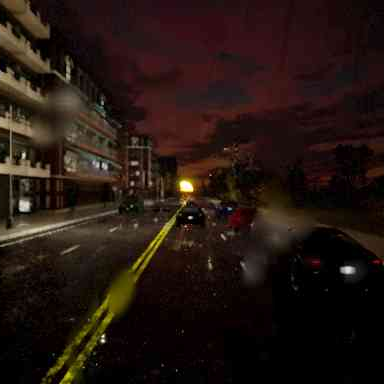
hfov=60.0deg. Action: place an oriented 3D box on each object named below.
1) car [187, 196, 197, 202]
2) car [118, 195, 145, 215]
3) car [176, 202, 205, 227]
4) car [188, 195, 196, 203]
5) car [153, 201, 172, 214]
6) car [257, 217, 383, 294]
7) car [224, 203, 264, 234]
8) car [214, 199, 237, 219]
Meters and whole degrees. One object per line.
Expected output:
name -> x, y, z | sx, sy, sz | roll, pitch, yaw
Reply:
car -> -0.002, 1.862, 57.303 | 1.895, 1.301, 4.718 | 0, 0, 0
car -> -6.603, 1.387, 36.954 | 2.150, 2.045, 5.566 | 0, 0, 0
car -> -0.086, 1.669, 23.874 | 1.994, 1.385, 4.181 | 0, 0, 0
car -> -0.019, 1.738, 82.022 | 2.097, 1.767, 4.553 | 0, 0, 0
car -> -3.350, 1.721, 38.740 | 2.033, 1.411, 5.357 | 0, 0, 0
car -> 3.248, 1.603, 8.930 | 1.994, 1.385, 4.181 | 0, 0, 0
car -> 3.245, 1.613, 19.930 | 1.812, 1.442, 4.674 | 0, 0, 0
car -> 3.243, 1.489, 30.901 | 2.097, 1.767, 4.553 | 0, 0, 0
